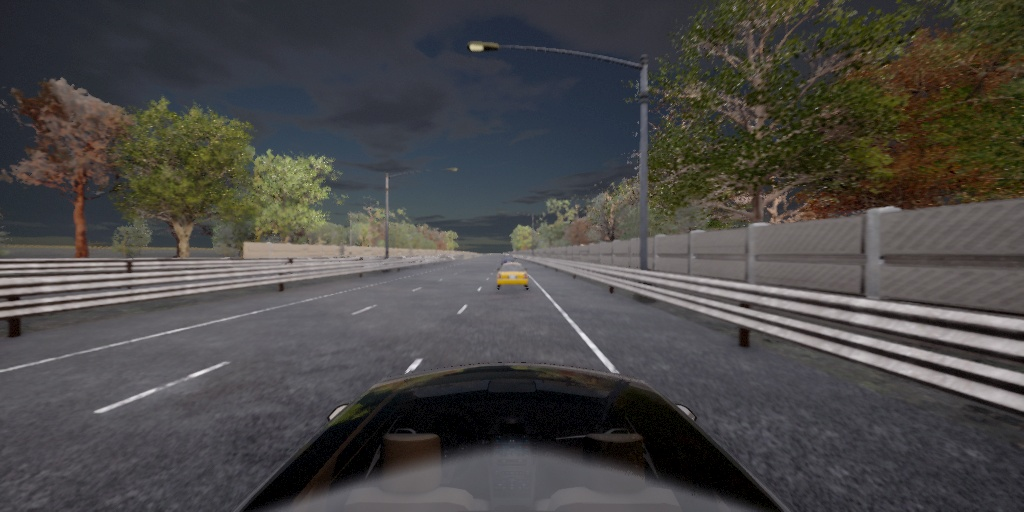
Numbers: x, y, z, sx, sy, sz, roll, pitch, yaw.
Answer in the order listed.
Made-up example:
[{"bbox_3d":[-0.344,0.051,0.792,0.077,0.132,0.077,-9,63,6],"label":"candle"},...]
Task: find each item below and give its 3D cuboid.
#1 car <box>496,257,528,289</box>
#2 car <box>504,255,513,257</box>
[{"bbox_3d":[0.010,1.058,21.550,1.801,1.575,5.366,0,0,0],"label":"car"},{"bbox_3d":[-0.494,0.689,52.039,2.097,1.767,4.553,0,0,-1],"label":"car"}]
